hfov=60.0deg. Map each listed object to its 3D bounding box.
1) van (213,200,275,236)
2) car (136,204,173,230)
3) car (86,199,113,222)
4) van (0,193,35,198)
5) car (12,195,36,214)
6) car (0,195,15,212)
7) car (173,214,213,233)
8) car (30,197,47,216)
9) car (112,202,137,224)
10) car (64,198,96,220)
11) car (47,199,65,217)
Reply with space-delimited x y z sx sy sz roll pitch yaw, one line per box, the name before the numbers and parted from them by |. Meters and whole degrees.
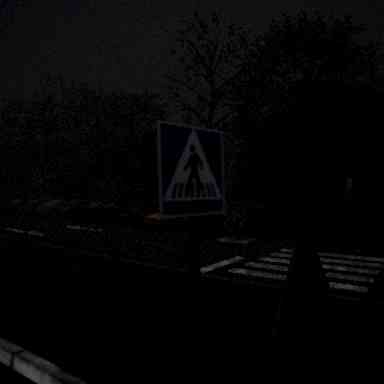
van | 3.425 1.507 20.167 1.878 1.987 4.442 1 1 35
car | -1.140 1.643 23.330 1.946 1.575 5.366 1 1 35
car | -5.557 1.561 26.692 2.231 1.521 4.892 1 1 35
van | -19.054 1.080 36.441 1.878 1.987 4.442 1 1 35
car | -14.603 1.389 33.127 2.097 1.535 5.008 1 1 35
car | -16.865 1.388 34.738 2.002 1.452 4.674 1 1 35
car | 1.247 1.719 21.896 2.163 1.488 4.792 1 1 35
car | -12.340 1.472 31.521 2.002 1.452 4.674 1 1 35
car | -3.277 1.632 25.113 2.163 1.488 4.792 1 1 35
car | -7.812 1.516 28.310 2.097 1.535 5.008 1 1 35
car | -10.057 1.348 29.938 2.185 1.767 4.553 1 1 35
